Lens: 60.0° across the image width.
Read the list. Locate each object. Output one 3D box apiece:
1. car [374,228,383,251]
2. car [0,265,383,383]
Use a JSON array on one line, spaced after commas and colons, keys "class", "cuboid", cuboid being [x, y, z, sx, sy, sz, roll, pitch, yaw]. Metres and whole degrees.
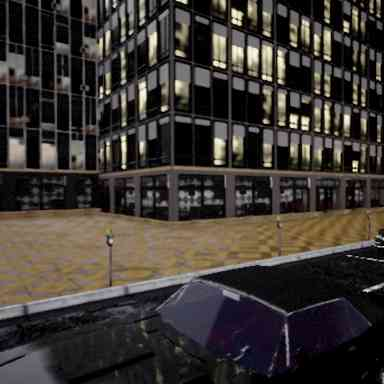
[{"class": "car", "cuboid": [8.461, 1.472, 12.330, 4.403, 1.369, 2.008, 0, 0, -36]}, {"class": "car", "cuboid": [0.505, 1.588, 3.432, 4.718, 1.301, 1.895, 0, 0, -36]}]
